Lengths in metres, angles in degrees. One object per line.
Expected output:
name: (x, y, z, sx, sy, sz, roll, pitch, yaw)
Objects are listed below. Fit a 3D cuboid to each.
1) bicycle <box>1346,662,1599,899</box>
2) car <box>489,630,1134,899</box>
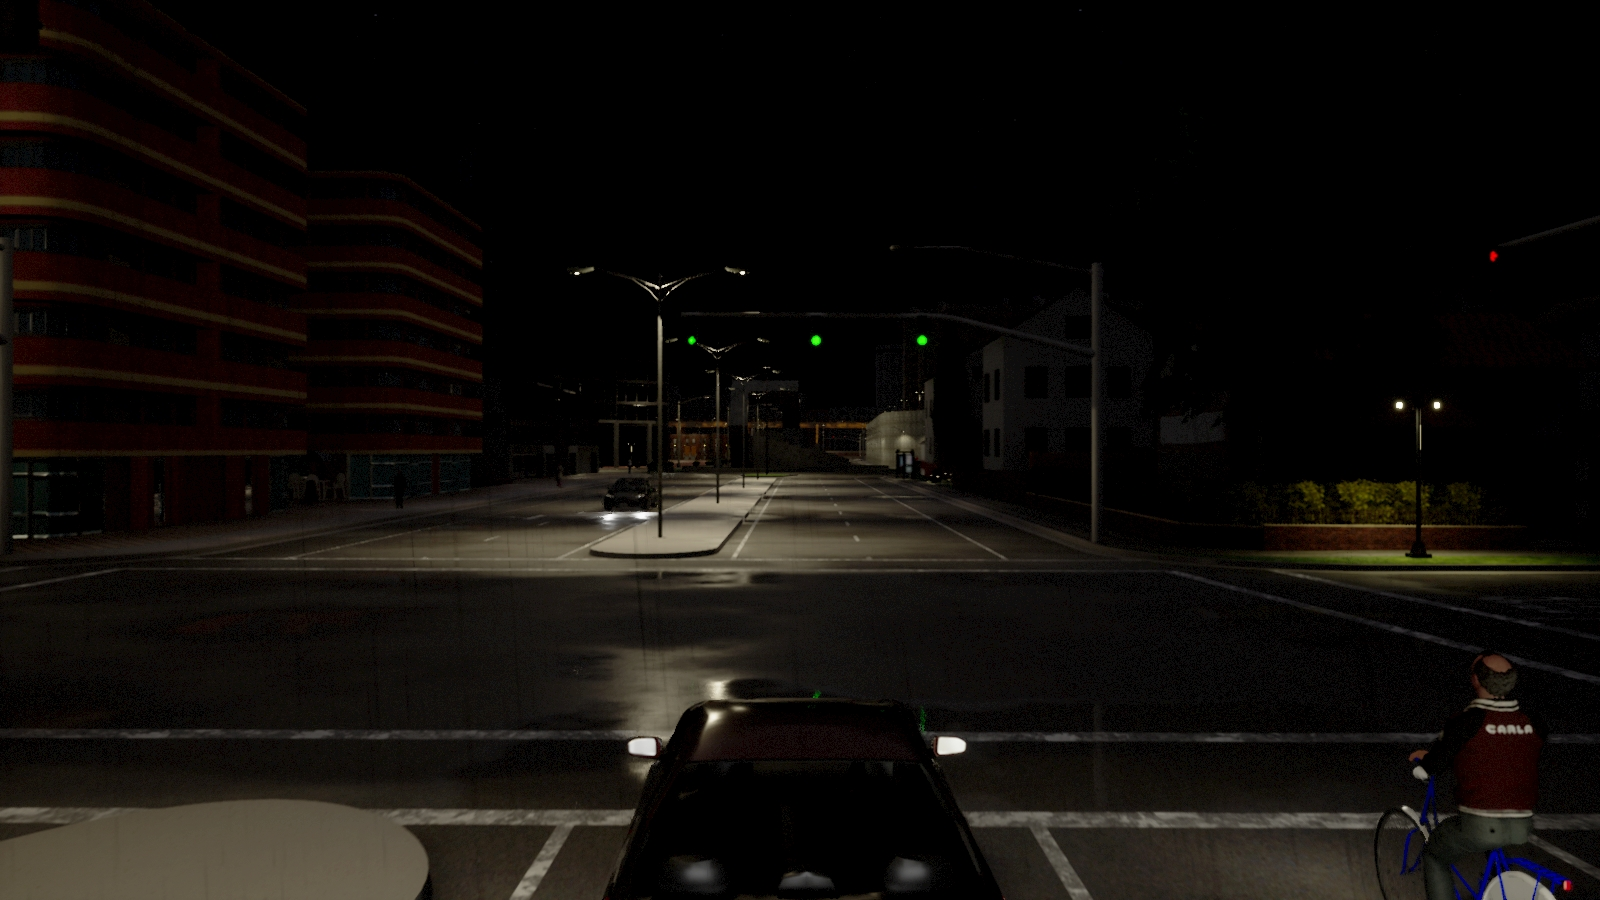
bicycle: (3.505, 2.048, 6.079, 0.329, 1.496, 1.835, 0, 0, 0)
car: (0.002, 2.040, 5.813, 2.007, 1.525, 4.514, 0, 0, -1)
